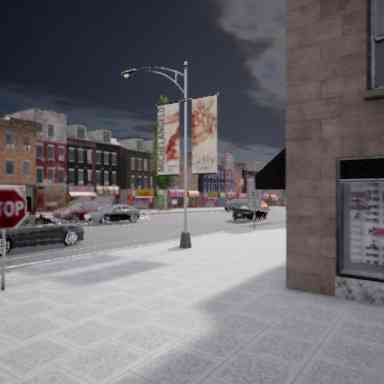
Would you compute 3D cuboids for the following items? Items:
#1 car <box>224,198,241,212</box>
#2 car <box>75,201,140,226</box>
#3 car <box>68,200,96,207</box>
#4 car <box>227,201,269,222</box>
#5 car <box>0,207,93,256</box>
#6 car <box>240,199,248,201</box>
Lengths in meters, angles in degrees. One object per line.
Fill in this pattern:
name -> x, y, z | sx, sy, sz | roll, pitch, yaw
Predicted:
car -> 7.010, 1.993, 50.244 | 2.150, 2.045, 5.566 | 0, -2, 36
car -> -6.153, 1.713, 25.908 | 2.128, 1.511, 4.902 | 0, -1, 35
car -> -9.109, 1.564, 27.351 | 2.097, 1.767, 4.553 | 0, -1, 35
car -> 5.572, 1.892, 31.139 | 1.882, 1.535, 5.008 | 0, -1, 35
car -> -6.743, 1.585, 13.568 | 1.837, 1.490, 4.892 | 0, -1, 35
car -> 9.303, 2.108, 47.862 | 2.097, 1.767, 4.553 | 0, -1, 36
